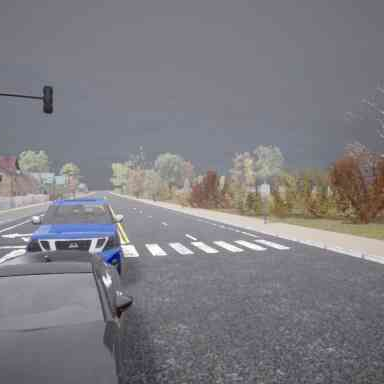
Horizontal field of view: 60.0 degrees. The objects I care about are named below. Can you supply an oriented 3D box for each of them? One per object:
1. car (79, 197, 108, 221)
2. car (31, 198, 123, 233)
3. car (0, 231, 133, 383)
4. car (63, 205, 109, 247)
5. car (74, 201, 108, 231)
[{"bbox_3d":[-8.103,1.338,27.575,2.097,1.767,4.553,0,0,-15],"label":"car"},{"bbox_3d":[-3.352,1.218,10.015,2.150,2.045,5.566,0,0,-15],"label":"car"},{"bbox_3d":[-1.725,1.524,3.923,1.812,1.442,4.674,0,0,-13],"label":"car"},{"bbox_3d":[-4.997,1.499,16.090,1.837,1.490,4.892,0,0,-15],"label":"car"},{"bbox_3d":[-6.554,1.468,21.839,1.882,1.535,5.008,0,0,-15],"label":"car"}]
